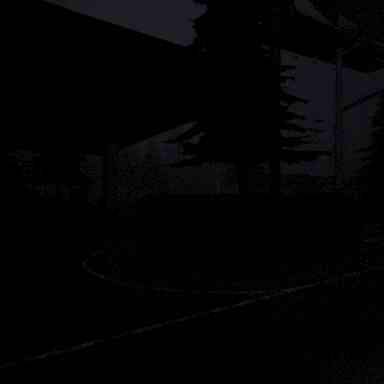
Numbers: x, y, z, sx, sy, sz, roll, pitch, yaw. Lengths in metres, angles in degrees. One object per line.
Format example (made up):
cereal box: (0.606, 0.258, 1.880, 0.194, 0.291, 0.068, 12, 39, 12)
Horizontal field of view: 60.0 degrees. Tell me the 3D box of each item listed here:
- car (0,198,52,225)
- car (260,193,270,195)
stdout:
car: (-12.105, 1.327, 23.386, 3.866, 1.878, 1.905, 0, 0, -36)
car: (6.095, 1.130, 28.608, 2.150, 2.045, 5.566, 0, 1, -34)
